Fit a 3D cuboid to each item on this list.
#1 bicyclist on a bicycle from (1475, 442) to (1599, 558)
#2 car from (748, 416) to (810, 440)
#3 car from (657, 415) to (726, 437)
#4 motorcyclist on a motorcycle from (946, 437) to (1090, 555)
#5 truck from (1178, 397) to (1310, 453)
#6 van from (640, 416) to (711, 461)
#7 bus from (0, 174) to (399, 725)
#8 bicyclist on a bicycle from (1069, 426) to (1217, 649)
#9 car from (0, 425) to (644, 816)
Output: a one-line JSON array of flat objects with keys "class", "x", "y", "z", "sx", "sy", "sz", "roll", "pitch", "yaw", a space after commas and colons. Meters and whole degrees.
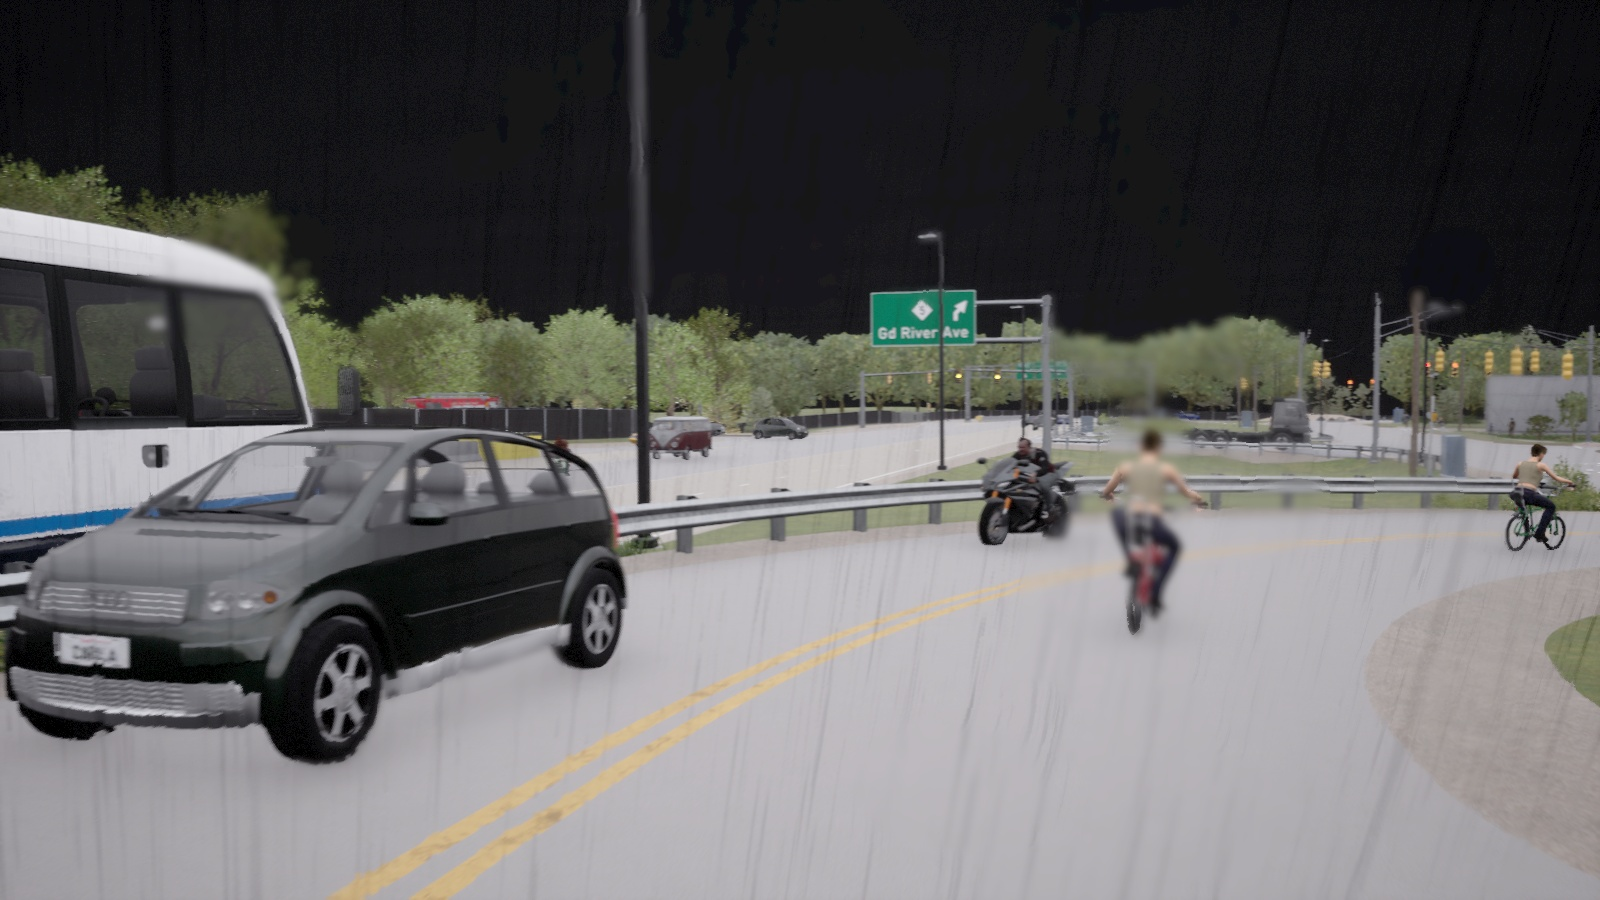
[{"class": "bicyclist on a bicycle", "x": 10.979, "y": 0.726, "z": 18.706, "sx": 1.509, "sy": 1.612, "sz": 0.866, "roll": 1, "pitch": 3, "yaw": -30}, {"class": "car", "x": -1.515, "y": -1.607, "z": 90.454, "sx": 3.988, "sy": 1.617, "sz": 1.851, "roll": 1, "pitch": 3, "yaw": 25}, {"class": "car", "x": -8.334, "y": -1.849, "z": 96.506, "sx": 4.856, "sy": 1.649, "sz": 2.033, "roll": 1, "pitch": 2, "yaw": 15}, {"class": "motorcyclist on a motorcycle", "x": 3.104, "y": 0.607, "z": 17.725, "sx": 0.866, "sy": 1.530, "sz": 2.191, "roll": 3, "pitch": 2, "yaw": 44}, {"class": "truck", "x": 29.057, "y": -1.709, "z": 82.545, "sx": 7.936, "sy": 3.462, "sz": 2.891, "roll": 2, "pitch": 2, "yaw": 17}, {"class": "van", "x": -5.702, "y": -0.585, "z": 58.182, "sx": 1.775, "sy": 1.987, "sz": 4.442, "roll": 0, "pitch": 2, "yaw": 15}, {"class": "bus", "x": -8.032, "y": -0.020, "z": 10.396, "sx": 3.944, "sy": 4.253, "sz": 10.273, "roll": 0, "pitch": 2, "yaw": 15}, {"class": "bicyclist on a bicycle", "x": 2.787, "y": 0.640, "z": 10.087, "sx": 0.866, "sy": 1.612, "sz": 1.509, "roll": 2, "pitch": 1, "yaw": 24}, {"class": "car", "x": -2.481, "y": 0.640, "z": 7.023, "sx": 1.789, "sy": 1.549, "sz": 3.705, "roll": 1, "pitch": 1, "yaw": 18}]
